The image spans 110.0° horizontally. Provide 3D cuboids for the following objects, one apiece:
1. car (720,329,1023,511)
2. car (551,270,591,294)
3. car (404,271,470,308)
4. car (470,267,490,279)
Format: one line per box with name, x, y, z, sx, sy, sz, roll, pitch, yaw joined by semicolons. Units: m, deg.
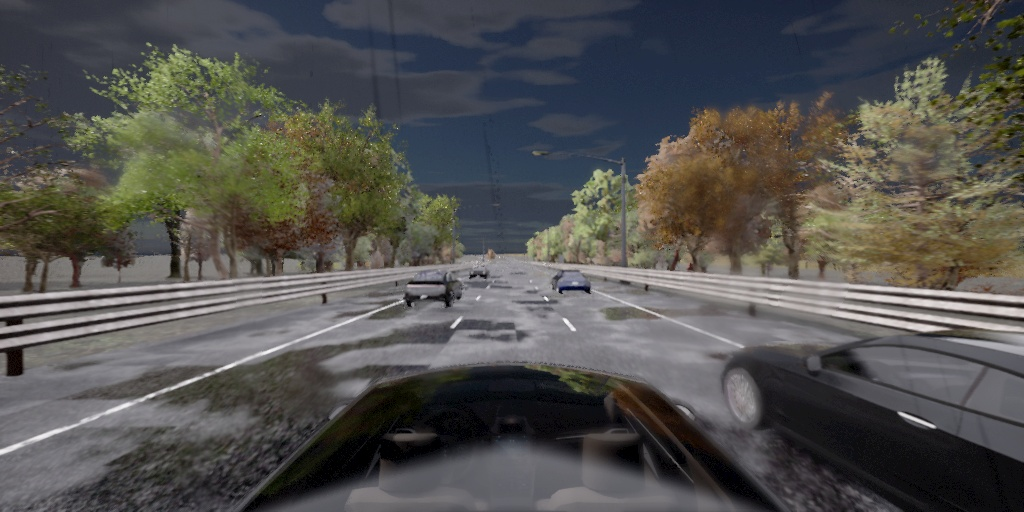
car;3.599;1.287;2.693;1.812;1.442;4.674;0;-1;0
car;3.602;1.548;22.439;1.994;1.385;4.181;0;-1;0
car;-3.400;1.404;16.223;2.128;1.511;4.902;0;-1;0
car;-3.395;1.766;38.047;1.895;1.301;4.718;0;-1;0
